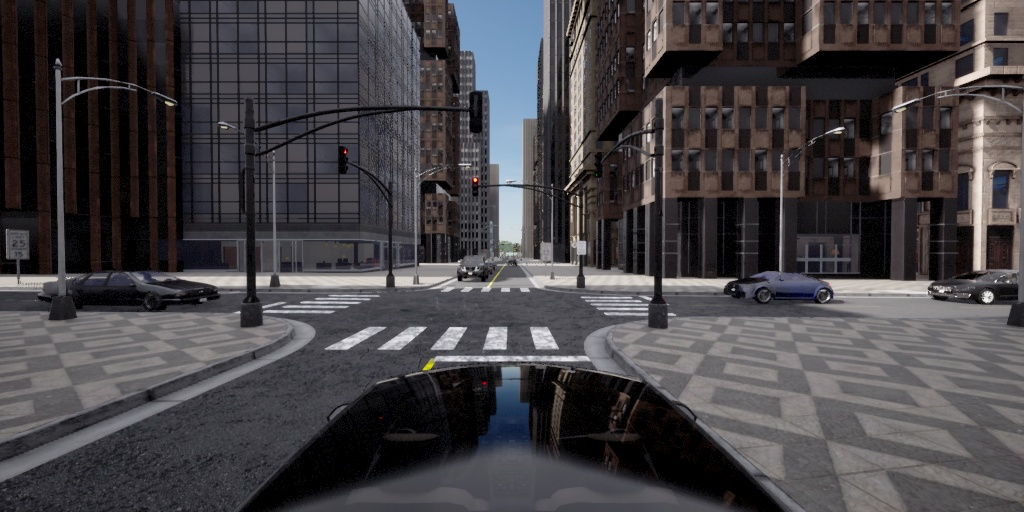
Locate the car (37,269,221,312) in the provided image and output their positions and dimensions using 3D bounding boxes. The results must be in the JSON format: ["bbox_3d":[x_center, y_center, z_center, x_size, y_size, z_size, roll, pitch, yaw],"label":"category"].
[{"bbox_3d":[-14.096,1.213,13.340,5.357,1.411,2.033,0,1,1],"label":"car"}]

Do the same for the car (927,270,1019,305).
[{"bbox_3d":[22.306,1.404,16.609,4.892,1.490,1.837,0,1,0],"label":"car"}]

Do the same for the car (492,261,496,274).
[{"bbox_3d":[-3.116,1.287,39.575,1.994,1.385,4.181,0,0,0],"label":"car"}]

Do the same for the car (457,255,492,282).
[{"bbox_3d":[-3.117,0.955,29.549,2.150,2.045,5.566,0,0,0],"label":"car"}]

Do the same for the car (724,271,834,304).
[{"bbox_3d":[12.225,1.388,16.585,4.181,1.385,1.994,0,1,0],"label":"car"}]
